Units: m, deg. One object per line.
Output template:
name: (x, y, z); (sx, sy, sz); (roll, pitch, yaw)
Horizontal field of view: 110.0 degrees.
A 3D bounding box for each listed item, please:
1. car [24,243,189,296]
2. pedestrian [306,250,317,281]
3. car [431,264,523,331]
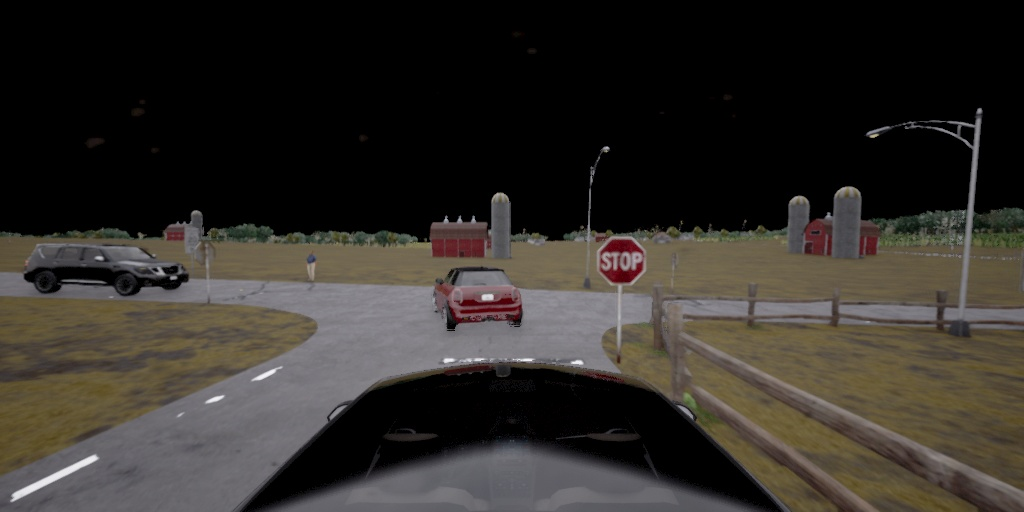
car: (-17.417, 0.509, 15.552); (5.566, 2.045, 2.150); (2, 3, 0)
pedestrian: (-12.036, 0.542, 21.503); (0.375, 1.860, 0.375); (0, 1, 0)
car: (-1.281, 1.098, 11.370); (2.097, 1.767, 4.553); (0, 0, -18)
